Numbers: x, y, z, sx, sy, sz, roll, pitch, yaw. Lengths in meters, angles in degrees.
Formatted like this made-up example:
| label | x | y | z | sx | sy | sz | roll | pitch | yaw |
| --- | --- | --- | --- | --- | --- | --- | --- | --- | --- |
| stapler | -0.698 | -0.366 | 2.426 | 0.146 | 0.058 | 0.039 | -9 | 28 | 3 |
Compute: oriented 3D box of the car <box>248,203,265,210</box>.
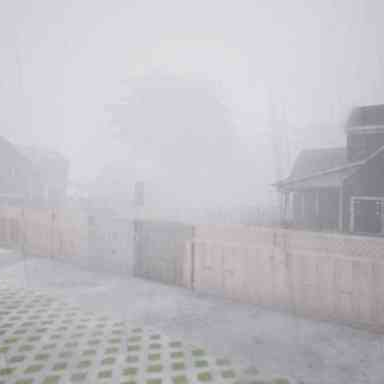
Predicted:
| label | x | y | z | sx | sy | sz | roll | pitch | yaw |
| --- | --- | --- | --- | --- | --- | --- | --- | --- | --- |
| car | 9.607 | 2.367 | 50.059 | 2.033 | 1.411 | 5.357 | 2 | 0 | 36 |
